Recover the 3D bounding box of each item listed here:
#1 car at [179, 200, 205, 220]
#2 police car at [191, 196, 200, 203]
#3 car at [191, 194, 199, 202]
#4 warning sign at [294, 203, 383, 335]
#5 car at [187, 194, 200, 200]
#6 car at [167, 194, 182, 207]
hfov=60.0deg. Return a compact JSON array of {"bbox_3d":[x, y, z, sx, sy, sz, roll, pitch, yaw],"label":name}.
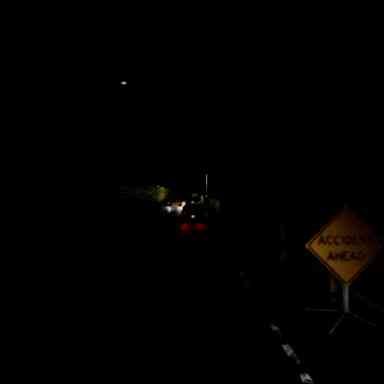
[{"bbox_3d":[0.085,1.648,28.249,1.895,1.301,4.718,0,0,0],"label":"car"},{"bbox_3d":[0.842,1.681,80.408,1.930,1.638,5.238,0,0,0],"label":"police car"},{"bbox_3d":[0.844,1.537,90.330,2.150,2.045,5.566,0,0,0],"label":"car"},{"bbox_3d":[2.445,1.120,5.301,1.300,1.860,1.060,0,0,0],"label":"warning sign"},{"bbox_3d":[0.093,1.442,45.024,2.097,1.767,4.553,0,0,0],"label":"car"},{"bbox_3d":[-2.795,1.346,54.864,2.150,2.045,5.566,0,0,1],"label":"car"}]
